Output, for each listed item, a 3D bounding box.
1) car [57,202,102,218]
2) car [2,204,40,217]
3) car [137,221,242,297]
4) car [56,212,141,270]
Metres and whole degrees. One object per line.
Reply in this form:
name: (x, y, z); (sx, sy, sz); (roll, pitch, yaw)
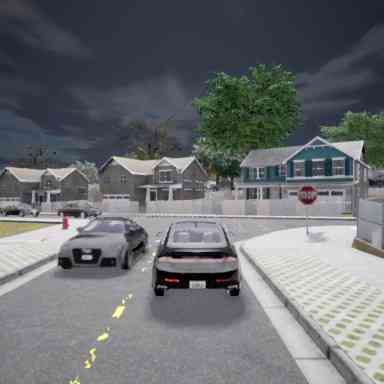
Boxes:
car: (-10.540, 1.755, 31.198); (4.892, 1.490, 1.837); (-2, -2, 32)
car: (-18.617, 1.999, 36.113); (4.902, 1.511, 2.128); (-2, -2, 30)
car: (0.103, 1.495, 8.561); (2.128, 1.511, 4.902); (0, 0, 0)
car: (-2.724, 1.568, 10.936); (1.994, 1.385, 4.181); (0, 0, 3)
